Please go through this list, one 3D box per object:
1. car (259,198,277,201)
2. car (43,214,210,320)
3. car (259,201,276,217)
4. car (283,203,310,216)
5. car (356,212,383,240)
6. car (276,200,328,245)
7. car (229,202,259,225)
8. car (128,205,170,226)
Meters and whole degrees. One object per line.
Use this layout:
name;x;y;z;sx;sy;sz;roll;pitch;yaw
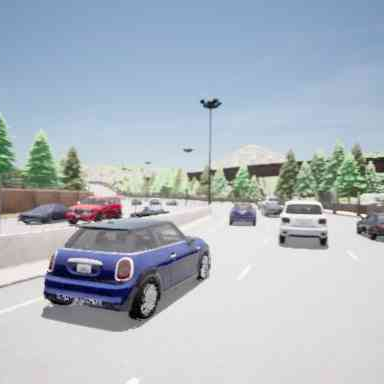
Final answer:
car;12.410;1.927;54.378;2.150;2.045;5.566;1;-1;-5
car;-1.128;1.404;7.832;2.097;1.767;4.553;1;-1;21
car;8.939;2.041;37.460;2.033;1.411;5.357;1;0;4
car;12.815;2.154;40.894;1.994;1.385;4.181;1;0;0
car;10.793;1.883;18.940;1.812;1.442;4.674;1;-1;13
car;5.647;1.477;17.299;2.150;2.045;5.566;1;0;15
car;4.219;1.674;27.426;2.097;1.767;4.553;1;-1;10
car;-3.263;1.783;26.117;1.895;1.301;4.718;1;-1;11
